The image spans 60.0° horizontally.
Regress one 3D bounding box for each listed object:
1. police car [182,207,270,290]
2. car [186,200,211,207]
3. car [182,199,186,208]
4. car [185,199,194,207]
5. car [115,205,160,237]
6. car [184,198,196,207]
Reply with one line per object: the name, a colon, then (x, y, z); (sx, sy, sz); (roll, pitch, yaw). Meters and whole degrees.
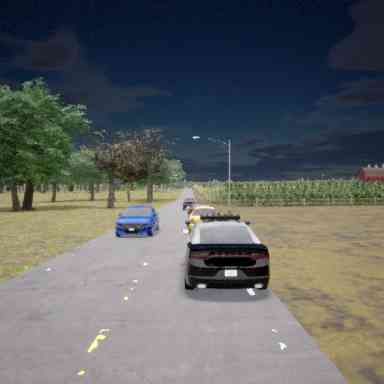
police car: (0.762, 1.430, 9.259); (1.930, 1.638, 5.238); (0, 0, 0)
car: (0.691, 1.488, 19.341); (1.801, 1.575, 5.366); (0, 0, 0)
car: (-0.313, 1.723, 46.193); (1.837, 1.490, 4.892); (0, -1, 0)
car: (0.650, 1.537, 25.155); (1.882, 1.535, 5.008); (0, 0, 0)
car: (-2.875, 1.505, 18.264); (1.882, 1.535, 5.008); (0, 0, 0)
car: (-0.421, 1.879, 60.017); (2.033, 1.411, 5.357); (0, 0, 0)
